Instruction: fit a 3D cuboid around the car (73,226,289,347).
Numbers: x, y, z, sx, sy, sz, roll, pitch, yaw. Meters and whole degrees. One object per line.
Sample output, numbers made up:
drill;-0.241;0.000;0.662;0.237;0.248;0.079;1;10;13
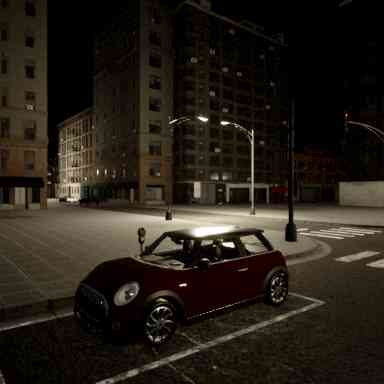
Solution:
car;-0.052;1.440;6.265;4.097;1.590;1.967;0;0;-38

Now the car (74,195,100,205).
car;-15.842;1.221;51.149;2.128;1.511;4.902;0;0;-38

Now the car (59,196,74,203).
car;-22.165;1.275;59.248;1.895;1.301;4.718;0;0;-39
